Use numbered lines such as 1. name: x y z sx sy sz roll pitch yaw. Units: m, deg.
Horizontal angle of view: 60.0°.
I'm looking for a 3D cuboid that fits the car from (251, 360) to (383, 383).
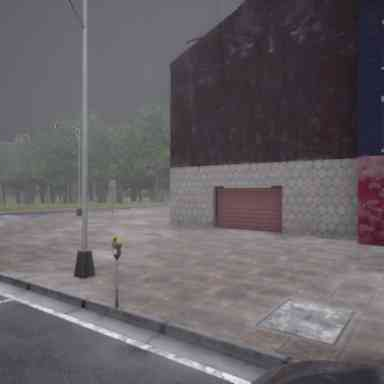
1. car: 2.105 1.552 1.305 4.403 1.369 2.008 0 0 36
